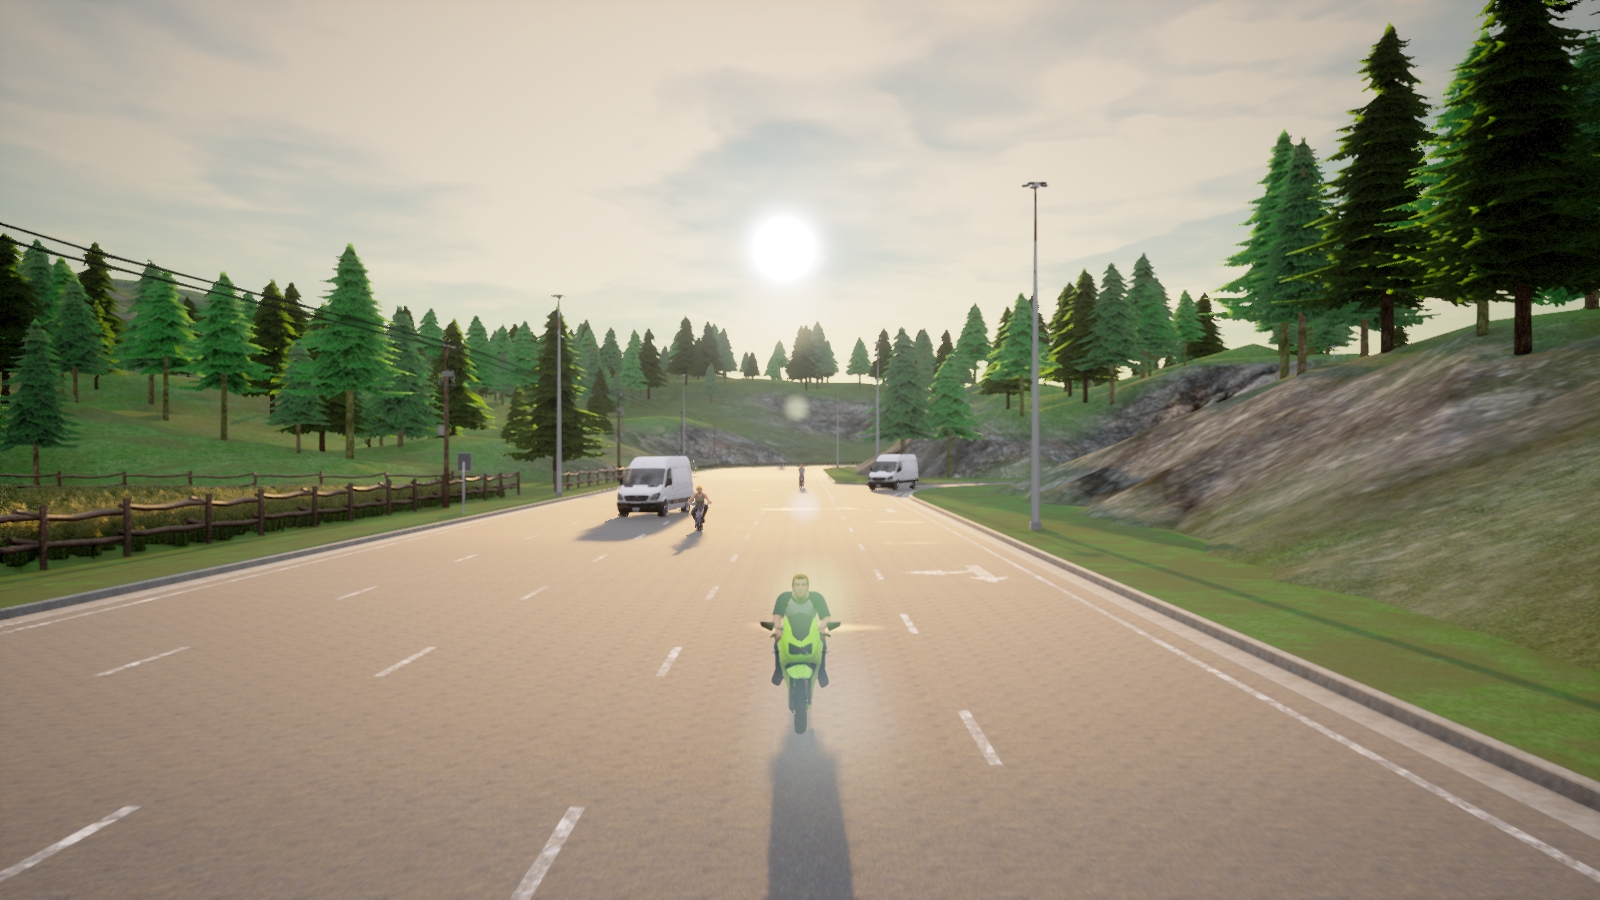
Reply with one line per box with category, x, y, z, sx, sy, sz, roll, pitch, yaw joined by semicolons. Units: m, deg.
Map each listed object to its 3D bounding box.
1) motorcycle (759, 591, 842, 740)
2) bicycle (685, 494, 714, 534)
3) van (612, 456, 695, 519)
motorcycle;0.006;2.195;11.974;0.803;1.199;2.033;0;-1;0
bicycle;-3.447;2.179;39.231;0.859;1.277;1.487;0;0;0
van;-6.261;1.562;49.647;1.988;2.561;5.915;-1;0;9
